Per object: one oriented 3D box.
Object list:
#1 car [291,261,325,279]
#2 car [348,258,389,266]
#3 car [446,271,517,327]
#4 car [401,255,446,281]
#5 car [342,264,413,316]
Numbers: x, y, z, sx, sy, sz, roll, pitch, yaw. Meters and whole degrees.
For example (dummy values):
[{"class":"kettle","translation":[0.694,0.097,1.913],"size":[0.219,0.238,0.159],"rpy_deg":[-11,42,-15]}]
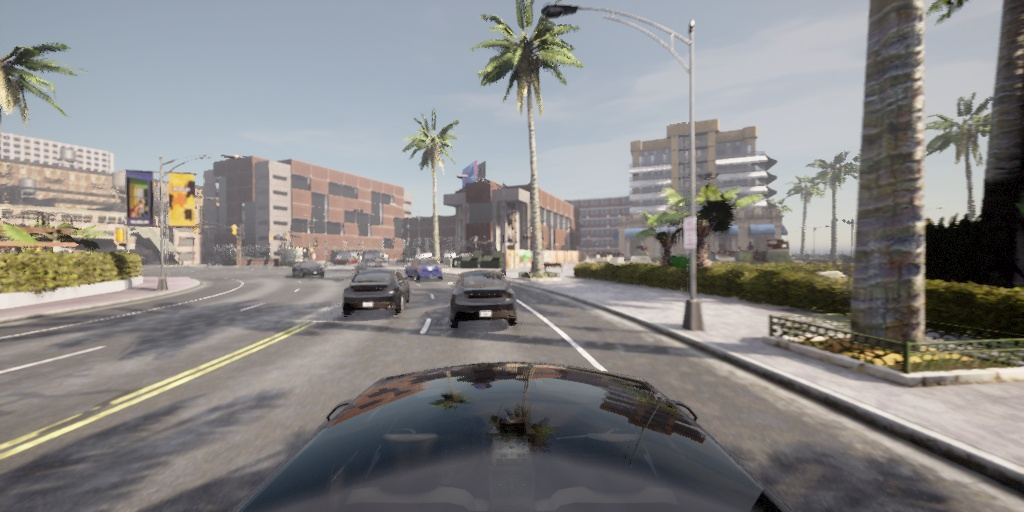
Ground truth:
[{"class":"car","translation":[-18.962,1.229,33.287],"size":[1.882,1.535,5.008],"rpy_deg":[-1,0,-43]},{"class":"car","translation":[-12.176,1.199,30.540],"size":[2.128,1.511,4.902],"rpy_deg":[-1,0,-34]},{"class":"car","translation":[-1.004,1.214,11.518],"size":[1.837,1.490,4.892],"rpy_deg":[0,0,-8]},{"class":"car","translation":[-7.306,1.025,29.339],"size":[2.097,1.767,4.553],"rpy_deg":[-1,0,-29]},{"class":"car","translation":[-4.917,1.238,13.403],"size":[1.837,1.490,4.892],"rpy_deg":[0,0,-12]}]
